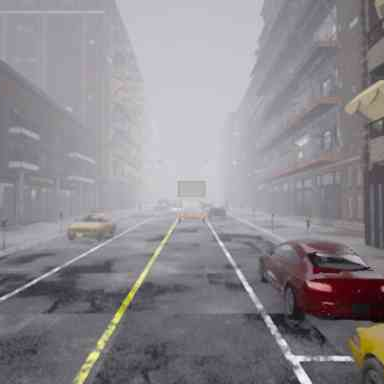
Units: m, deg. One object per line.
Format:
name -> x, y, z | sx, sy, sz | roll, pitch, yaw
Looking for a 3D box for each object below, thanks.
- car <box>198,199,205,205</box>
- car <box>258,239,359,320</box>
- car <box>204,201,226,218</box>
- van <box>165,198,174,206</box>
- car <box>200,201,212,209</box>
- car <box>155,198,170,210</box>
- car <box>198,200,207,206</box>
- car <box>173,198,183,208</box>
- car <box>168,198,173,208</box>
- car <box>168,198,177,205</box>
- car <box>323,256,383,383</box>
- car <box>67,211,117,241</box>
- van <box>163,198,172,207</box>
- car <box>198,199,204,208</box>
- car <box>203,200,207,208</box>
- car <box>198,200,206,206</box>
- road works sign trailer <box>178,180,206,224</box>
car -> 2.549, 2.666, 90.129 | 1.967, 1.590, 4.097 | 1, -1, 0
car -> 2.581, 1.666, 7.177 | 1.802, 1.307, 4.206 | 1, -1, 0
car -> 2.567, 1.969, 34.825 | 1.887, 1.381, 4.507 | 1, -1, 0
van -> -5.331, 2.395, 79.127 | 1.690, 1.788, 3.998 | 1, -1, 0
car -> 2.553, 2.357, 62.476 | 2.008, 1.369, 4.403 | 1, -1, 0
car -> -5.324, 2.251, 56.835 | 1.752, 1.417, 4.829 | 2, -1, 0
car -> 2.545, 2.597, 79.067 | 1.887, 1.381, 4.507 | 1, -1, 0
car -> -2.808, 2.334, 64.676 | 2.128, 1.511, 4.902 | 0, -1, 1
car -> -5.321, 2.122, 62.539 | 2.192, 1.841, 5.009 | 2, -1, 0
car -> -5.336, 2.542, 90.187 | 2.192, 1.841, 5.009 | 1, -1, 0
car -> 2.586, 1.548, 1.819 | 1.752, 1.417, 4.829 | 2, -1, 0
car -> -5.302, 1.739, 18.131 | 1.752, 1.417, 4.829 | 2, -1, 0
van -> -5.327, 2.310, 73.596 | 1.690, 1.788, 3.998 | 2, -1, 0
car -> 2.556, 2.272, 56.945 | 1.887, 1.381, 4.507 | 1, -1, 0
car -> 2.565, 2.025, 40.527 | 1.752, 1.417, 4.829 | 1, -1, 0
car -> 2.542, 2.683, 84.596 | 1.887, 1.381, 4.507 | 1, -1, 0
road works sign trailer -> -0.023, 0.806, 28.518 | 2.380, 3.560, 2.880 | 0, -1, 0
